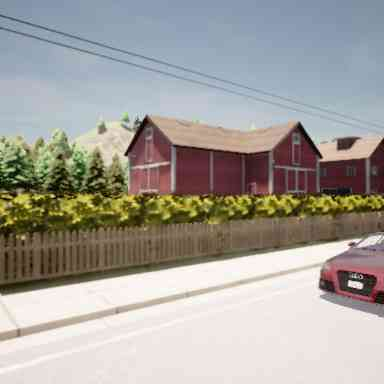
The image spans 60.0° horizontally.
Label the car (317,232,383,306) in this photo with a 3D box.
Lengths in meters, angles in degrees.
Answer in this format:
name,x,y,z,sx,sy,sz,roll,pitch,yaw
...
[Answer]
name,x,y,z,sx,sy,sz,roll,pitch,yaw
car,4.810,1.669,7.815,4.181,1.385,1.994,1,-1,-38
